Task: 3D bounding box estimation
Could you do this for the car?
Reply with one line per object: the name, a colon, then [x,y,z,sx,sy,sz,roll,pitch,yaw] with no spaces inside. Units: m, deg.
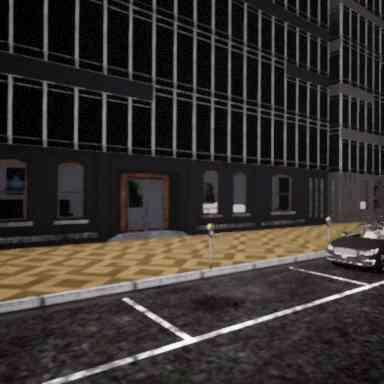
car: [6.246,1.672,11.015,4.403,1.369,2.008,1,0,-35]
